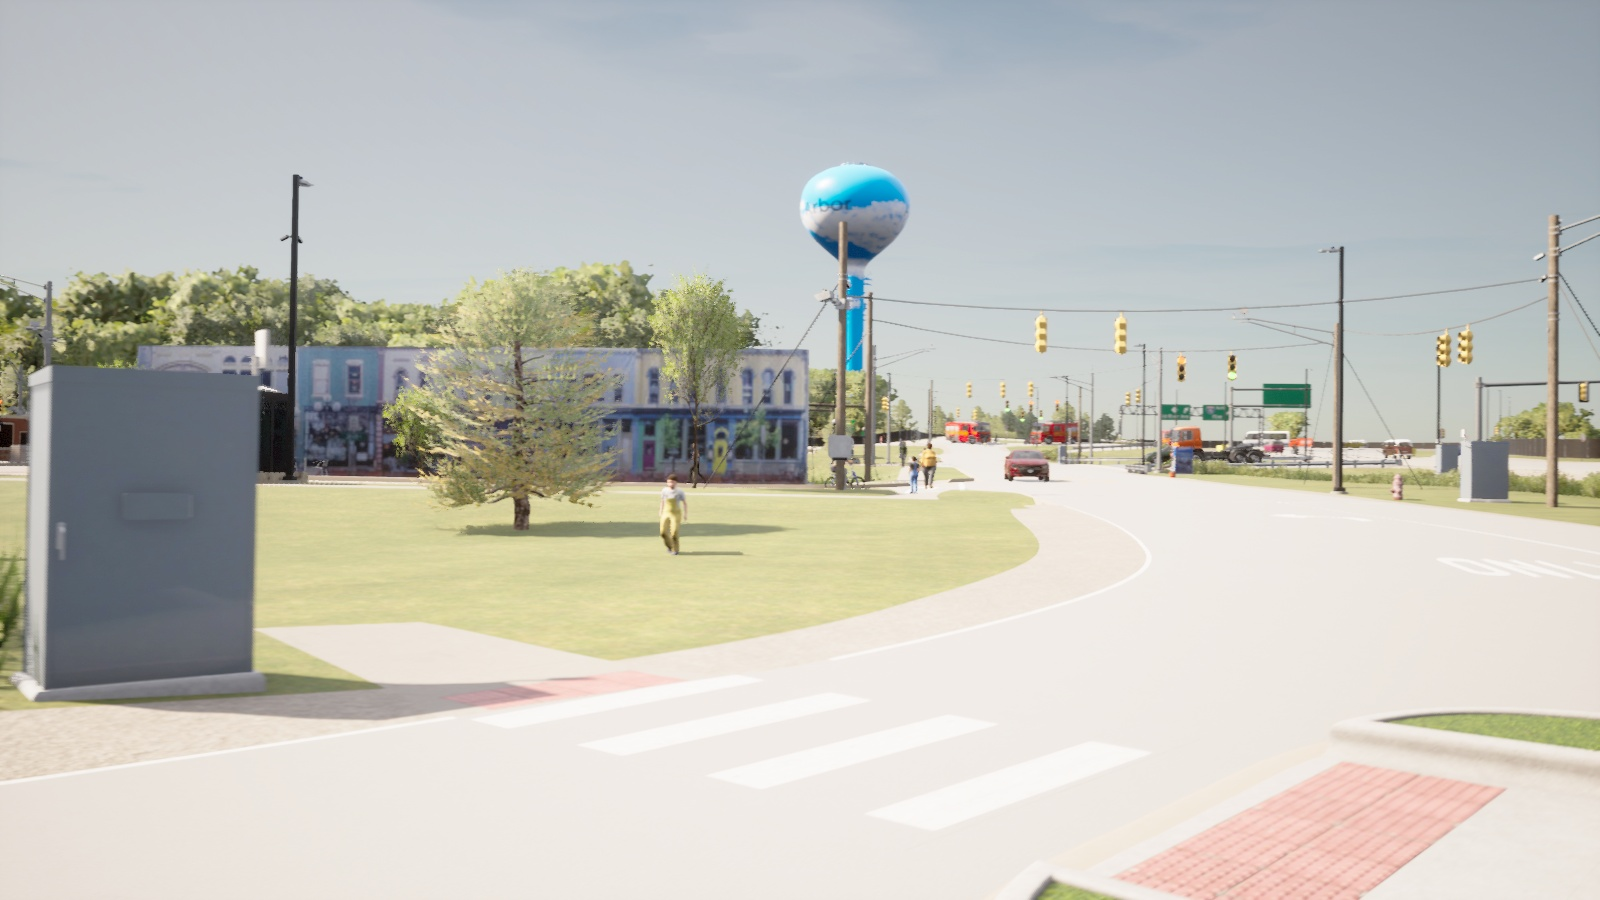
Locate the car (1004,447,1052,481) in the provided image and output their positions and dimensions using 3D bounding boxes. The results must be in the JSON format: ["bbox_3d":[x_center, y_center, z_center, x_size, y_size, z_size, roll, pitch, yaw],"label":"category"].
[{"bbox_3d":[10.784,0.653,59.674,1.882,1.535,5.008,1,0,6],"label":"car"}]

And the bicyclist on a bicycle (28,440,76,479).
[{"bbox_3d":[-31.148,0.386,52.320,1.656,1.620,0.582,0,-1,5],"label":"bicyclist on a bicycle"}]

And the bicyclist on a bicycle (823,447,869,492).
[{"bbox_3d":[1.673,0.701,45.932,1.509,1.612,0.866,0,-1,-8],"label":"bicyclist on a bicycle"}]

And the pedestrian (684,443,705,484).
[{"bbox_3d":[-4.662,0.583,55.612,0.869,1.805,0.328,1,-1,1],"label":"pedestrian"}]

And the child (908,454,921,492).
[{"bbox_3d":[3.785,0.765,41.500,0.270,1.263,0.437,1,-1,-21],"label":"child"}]

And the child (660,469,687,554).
[{"bbox_3d":[-1.891,0.910,18.747,0.270,1.263,0.437,0,-1,11],"label":"child"}]

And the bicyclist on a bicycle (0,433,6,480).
[{"bbox_3d":[-31.673,0.241,48.309,1.843,1.776,0.659,0,-1,4],"label":"bicyclist on a bicycle"}]

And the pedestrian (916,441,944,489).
[{"bbox_3d":[5.064,0.578,48.933,0.874,1.855,0.900,1,-1,-9],"label":"pedestrian"}]
